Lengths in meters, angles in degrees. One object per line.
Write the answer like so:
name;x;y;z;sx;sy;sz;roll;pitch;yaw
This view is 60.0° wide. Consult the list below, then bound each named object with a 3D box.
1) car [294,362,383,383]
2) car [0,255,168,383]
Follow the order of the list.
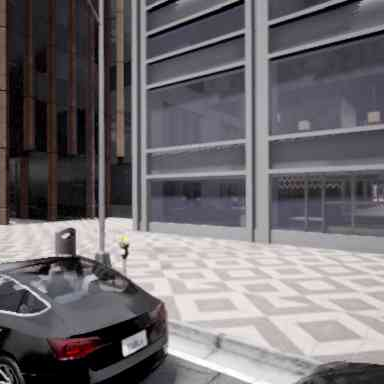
car;2.316;1.565;1.316;4.313;1.339;1.947;0;0;36
car;-2.272;1.569;4.589;4.313;1.339;1.947;0;0;36
